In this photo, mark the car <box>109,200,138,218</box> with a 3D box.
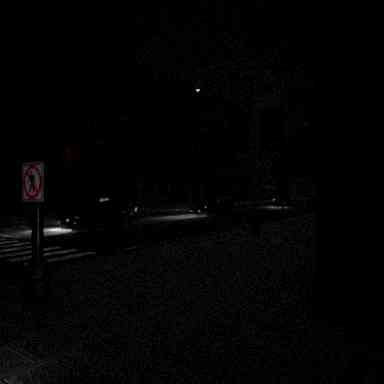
[{"bbox_3d":[-6.513,1.431,26.937,1.837,1.490,4.892,0,1,35],"label":"car"}]

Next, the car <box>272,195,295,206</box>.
[{"bbox_3d":[13.725,1.152,49.759,2.097,1.767,4.553,0,0,35],"label":"car"}]

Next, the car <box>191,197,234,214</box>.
[{"bbox_3d":[1.943,1.481,33.260,1.895,1.301,4.718,0,0,35],"label":"car"}]

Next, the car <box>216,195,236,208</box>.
[{"bbox_3d":[3.637,1.206,41.270,2.097,1.767,4.553,0,0,35],"label":"car"}]

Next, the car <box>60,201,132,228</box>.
[{"bbox_3d":[-6.317,1.504,21.582,1.994,1.385,4.181,0,0,36],"label":"car"}]
